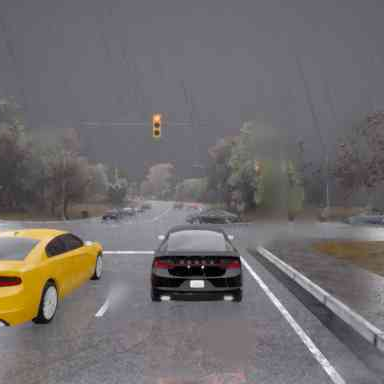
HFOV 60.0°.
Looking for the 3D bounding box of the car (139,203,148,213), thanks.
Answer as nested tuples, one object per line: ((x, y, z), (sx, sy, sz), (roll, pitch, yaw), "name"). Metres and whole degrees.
((-10.391, 3.243, 64.715), (2.128, 1.511, 4.902), (0, 0, 1), "car")

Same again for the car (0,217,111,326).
((-3.404, 1.542, 7.274), (1.882, 1.535, 5.008), (0, -1, 0), "car")

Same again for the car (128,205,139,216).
((-10.457, 3.209, 54.610), (1.812, 1.442, 4.674), (0, -1, 0), "car")

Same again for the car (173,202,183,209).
((-3.322, 3.180, 76.660), (1.837, 1.490, 4.892), (0, 0, 0), "car")

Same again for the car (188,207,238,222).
((1.874, 2.436, 31.495), (4.892, 1.490, 1.837), (1, -2, 1), "car")

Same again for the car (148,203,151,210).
((-10.325, 3.227, 75.295), (2.033, 1.411, 5.357), (0, 0, 0), "car")

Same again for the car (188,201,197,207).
((0.179, 3.038, 76.147), (2.097, 1.767, 4.553), (0, 0, 0), "car")

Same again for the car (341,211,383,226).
((16.539, 2.502, 31.674), (4.181, 1.385, 1.994), (0, -2, -2), "car")

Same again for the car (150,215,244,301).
((0.104, 1.565, 8.515), (1.882, 1.535, 5.008), (0, -1, 0), "car")

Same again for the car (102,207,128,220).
((-10.507, 3.000, 44.739), (2.033, 1.411, 5.357), (0, -2, 1), "car")

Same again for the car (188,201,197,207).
((0.099, 3.158, 86.304), (2.033, 1.411, 5.357), (0, 0, -3), "car")

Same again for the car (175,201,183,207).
((-3.417, 3.163, 86.728), (1.994, 1.385, 4.181), (0, 0, -3), "car")
